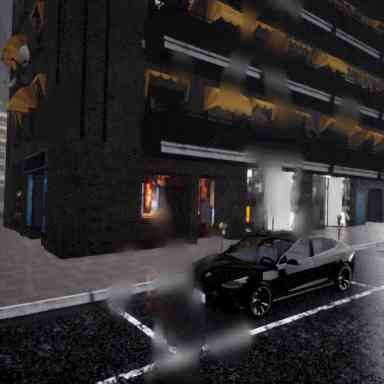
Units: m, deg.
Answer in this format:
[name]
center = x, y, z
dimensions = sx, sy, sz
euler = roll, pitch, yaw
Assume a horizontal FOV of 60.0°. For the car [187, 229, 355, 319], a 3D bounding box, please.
[car]
center = 1.928, 1.570, 7.441
dimensions = 4.313, 1.339, 1.947
euler = 0, 2, -35
